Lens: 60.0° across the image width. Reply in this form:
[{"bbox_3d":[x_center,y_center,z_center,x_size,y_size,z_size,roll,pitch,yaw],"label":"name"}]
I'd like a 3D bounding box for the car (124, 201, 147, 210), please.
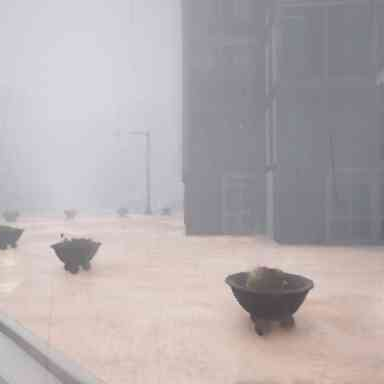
[{"bbox_3d":[-11.018,2.474,64.471,2.097,1.767,4.553,-1,-2,43],"label":"car"}]

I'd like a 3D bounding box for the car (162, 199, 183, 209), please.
[{"bbox_3d":[-3.505,2.424,67.346,2.150,2.045,5.566,-1,-2,43],"label":"car"}]
